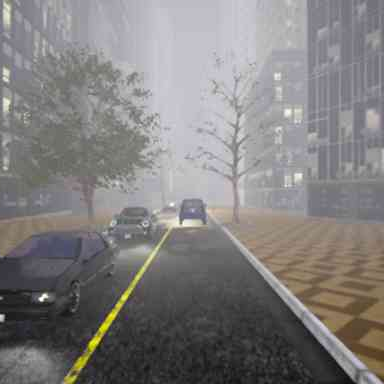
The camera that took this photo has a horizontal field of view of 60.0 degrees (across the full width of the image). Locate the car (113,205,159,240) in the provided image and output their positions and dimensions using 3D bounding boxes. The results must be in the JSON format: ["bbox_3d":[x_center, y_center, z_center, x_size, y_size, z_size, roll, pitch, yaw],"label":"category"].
[{"bbox_3d":[-3.062,1.557,18.178,2.097,1.767,4.553,0,-1,0],"label":"car"}]

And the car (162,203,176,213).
[{"bbox_3d":[-2.939,2.128,44.869,1.895,1.301,4.718,0,-1,0],"label":"car"}]

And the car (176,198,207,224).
[{"bbox_3d":[0.046,1.536,27.525,2.150,2.045,5.566,0,-1,0],"label":"car"}]

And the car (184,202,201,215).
[{"bbox_3d":[0.108,2.042,42.415,2.033,1.411,5.357,0,-1,1],"label":"car"}]

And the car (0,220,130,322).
[{"bbox_3d":[-3.085,1.636,7.913,2.033,1.411,5.357,0,-1,0],"label":"car"}]
